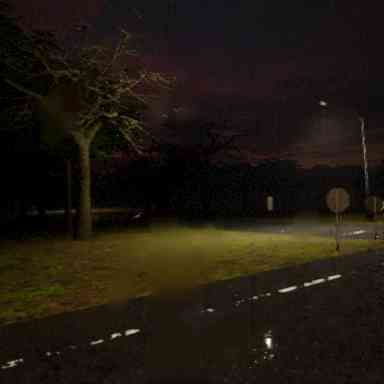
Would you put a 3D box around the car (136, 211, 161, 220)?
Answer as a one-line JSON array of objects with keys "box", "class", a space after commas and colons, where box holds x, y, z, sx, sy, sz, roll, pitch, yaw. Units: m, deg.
[{"box": [-7.410, 4.168, 58.980, 2.033, 1.411, 5.357, -2, -2, -34], "class": "car"}]

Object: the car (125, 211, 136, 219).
[{"box": [-11.412, 4.399, 64.757, 2.128, 1.511, 4.902, -2, -1, -34], "class": "car"}]
